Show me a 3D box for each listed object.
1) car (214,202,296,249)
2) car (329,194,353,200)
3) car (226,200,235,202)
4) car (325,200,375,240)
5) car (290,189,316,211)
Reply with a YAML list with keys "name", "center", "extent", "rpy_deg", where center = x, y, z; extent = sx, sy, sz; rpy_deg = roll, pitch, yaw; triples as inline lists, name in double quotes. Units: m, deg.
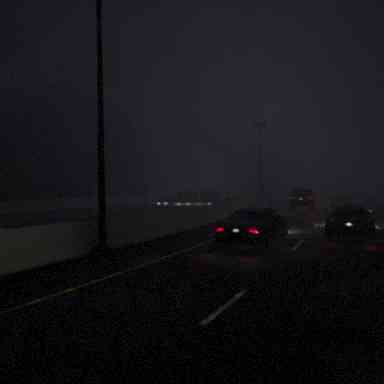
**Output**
- name: "car"
  center: [2.657, 1.353, 13.780]
  extent: [2.033, 1.411, 5.357]
  rpy_deg: [0, 1, 27]
- name: "car"
  center: [14.416, 0.918, 32.186]
  extent: [1.882, 1.535, 5.008]
  rpy_deg: [0, 1, 21]
- name: "car"
  center: [5.955, 0.798, 51.844]
  extent: [1.882, 1.535, 5.008]
  rpy_deg: [-1, 0, 15]
- name: "car"
  center: [7.384, 1.288, 15.579]
  extent: [1.994, 1.385, 4.181]
  rpy_deg: [0, 1, 26]
- name: "car"
  center: [10.685, 0.707, 32.147]
  extent: [2.150, 2.045, 5.566]
  rpy_deg: [0, 0, 21]
